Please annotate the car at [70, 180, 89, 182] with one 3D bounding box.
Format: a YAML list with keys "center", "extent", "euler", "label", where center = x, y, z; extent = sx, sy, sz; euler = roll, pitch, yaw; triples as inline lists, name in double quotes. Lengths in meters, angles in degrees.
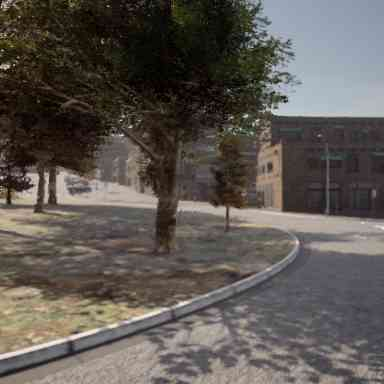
- center: [-26.240, -1.242, 76.830]
  extent: [5.366, 1.575, 1.946]
  euler: [-1, 5, -40]
  label: "car"

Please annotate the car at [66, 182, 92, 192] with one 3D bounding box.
- center: [-23.985, -0.748, 71.264]
  extent: [4.892, 1.521, 2.231]
  euler: [-1, 5, -40]
  label: "car"

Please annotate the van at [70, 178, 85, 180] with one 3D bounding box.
- center: [-27.065, -1.714, 79.858]
  extent: [4.442, 1.987, 1.878]
  euler: [-1, 5, -40]
  label: "van"

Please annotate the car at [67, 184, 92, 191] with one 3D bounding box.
- center: [-25.038, -0.955, 74.111]
  extent: [4.674, 1.452, 2.002]
  euler: [-1, 6, -40]
  label: "car"
